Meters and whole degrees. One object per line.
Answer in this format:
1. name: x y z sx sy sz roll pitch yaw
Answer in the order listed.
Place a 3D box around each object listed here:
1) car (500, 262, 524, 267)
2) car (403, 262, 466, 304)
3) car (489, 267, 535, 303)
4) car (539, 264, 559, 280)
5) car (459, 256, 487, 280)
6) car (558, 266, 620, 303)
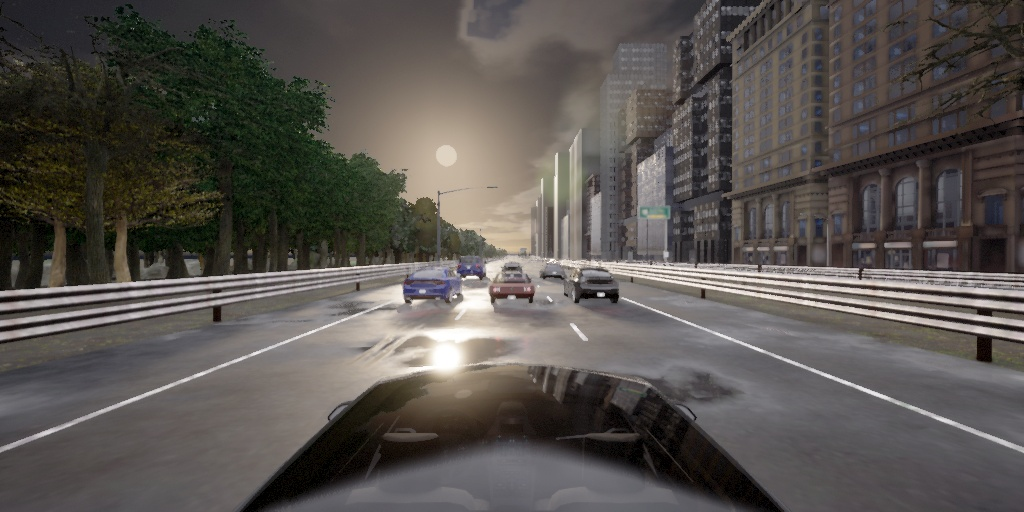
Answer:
1. car: 0.000 1.293 31.502 1.837 1.490 4.892 0 0 0
2. car: -3.499 1.240 16.501 1.882 1.535 5.008 0 0 0
3. car: 0.000 1.372 16.531 1.895 1.301 4.718 0 0 0
4. car: 3.501 1.349 31.502 1.994 1.385 4.181 0 0 0
5. car: -3.499 1.034 31.531 2.150 2.045 5.566 0 0 0
6. car: 3.500 1.272 16.501 1.837 1.490 4.892 0 0 0
